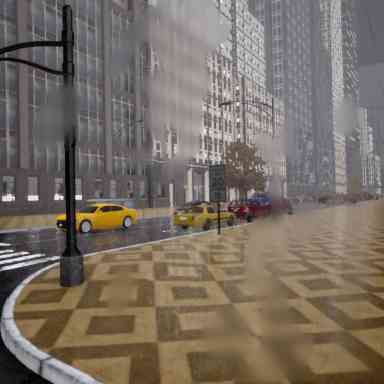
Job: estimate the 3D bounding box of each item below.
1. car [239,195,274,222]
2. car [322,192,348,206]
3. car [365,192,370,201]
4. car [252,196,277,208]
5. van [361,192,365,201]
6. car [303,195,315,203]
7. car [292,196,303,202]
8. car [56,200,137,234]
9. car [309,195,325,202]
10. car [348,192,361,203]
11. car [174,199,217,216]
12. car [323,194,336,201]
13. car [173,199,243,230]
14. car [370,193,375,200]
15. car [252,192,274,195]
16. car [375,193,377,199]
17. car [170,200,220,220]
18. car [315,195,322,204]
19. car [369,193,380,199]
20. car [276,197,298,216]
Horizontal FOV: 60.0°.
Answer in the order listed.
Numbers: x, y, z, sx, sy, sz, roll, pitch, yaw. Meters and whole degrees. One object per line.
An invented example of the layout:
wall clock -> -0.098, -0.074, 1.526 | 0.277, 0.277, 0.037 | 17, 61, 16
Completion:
car -> 3.965, 1.205, 23.440 | 1.967, 1.590, 4.097 | -2, -1, 35
car -> 20.009, 1.159, 46.500 | 1.752, 1.417, 4.829 | -2, -1, 35
car -> 32.708, 0.980, 64.670 | 1.967, 1.590, 4.097 | -2, -1, 35
car -> 10.088, 1.327, 46.308 | 1.967, 1.590, 4.097 | -2, -1, 35
van -> 29.503, 0.904, 60.096 | 1.690, 1.788, 3.998 | -2, -1, 35
car -> 22.859, 1.232, 64.682 | 1.967, 1.590, 4.097 | -2, -1, 35
car -> 16.476, 1.389, 55.494 | 2.008, 1.369, 4.403 | -2, -1, 35
car -> -5.436, 1.441, 19.406 | 1.882, 1.535, 5.008 | -2, -1, 35
car -> 26.054, 1.314, 69.275 | 1.887, 1.381, 4.507 | -2, -1, 35
car -> 26.291, 1.027, 55.529 | 1.967, 1.590, 4.097 | -2, -1, 35
car -> 0.416, 1.492, 32.387 | 1.752, 1.417, 4.829 | -2, -1, 35
car -> 32.440, 1.271, 78.461 | 1.887, 1.381, 4.507 | -2, -1, 35
car -> 0.876, 1.318, 18.993 | 1.752, 1.417, 4.829 | -2, -1, 35
car -> 35.915, 0.832, 69.241 | 2.192, 1.841, 5.009 | -2, -1, 35
car -> 8.068, 1.068, 38.820 | 2.150, 2.045, 5.566 | -2, -1, 35
car -> 39.145, 1.060, 73.798 | 1.947, 1.339, 4.313 | -2, -1, 35
car -> 0.377, 1.437, 27.765 | 1.812, 1.442, 4.674 | -2, -1, 35
car -> 21.687, 1.154, 53.262 | 1.882, 1.535, 5.008 | -2, -1, 35
car -> 45.519, 1.004, 82.970 | 2.008, 1.369, 4.403 | -2, -1, 35
car -> 7.155, 1.320, 28.025 | 1.802, 1.307, 4.206 | -2, -1, 35
